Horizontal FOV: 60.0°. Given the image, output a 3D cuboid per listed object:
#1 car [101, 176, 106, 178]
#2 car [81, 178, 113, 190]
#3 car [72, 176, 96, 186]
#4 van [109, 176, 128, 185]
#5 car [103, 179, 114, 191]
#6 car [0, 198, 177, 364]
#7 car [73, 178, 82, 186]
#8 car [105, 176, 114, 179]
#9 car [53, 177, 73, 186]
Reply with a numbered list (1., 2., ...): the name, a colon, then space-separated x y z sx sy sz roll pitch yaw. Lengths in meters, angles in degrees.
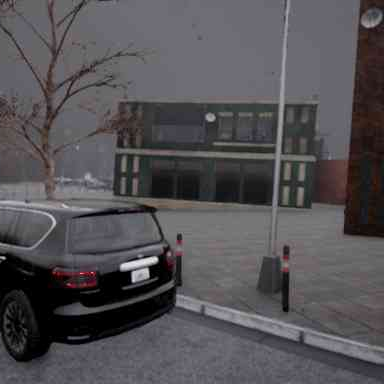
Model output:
1. car: -22.721 -2.354 75.334 4.892 1.521 2.231 4 3 20
2. car: -16.117 -1.114 57.091 2.128 1.511 4.902 4 3 20
3. car: -23.622 -2.395 72.720 4.553 1.767 2.185 4 3 20
4. van: -18.828 -2.918 85.641 4.442 1.987 1.878 4 3 20
5. car: -12.659 -0.968 57.823 2.128 1.511 4.902 4 3 20
6. car: -2.794 1.112 5.984 5.566 2.045 2.150 2 1 38
7. car: -25.544 -2.112 67.559 5.008 1.535 2.097 4 3 20
8. car: -20.846 -2.780 80.508 5.566 2.045 2.435 4 3 20
9. car: -26.446 -2.160 64.945 4.553 1.767 2.185 4 3 20
